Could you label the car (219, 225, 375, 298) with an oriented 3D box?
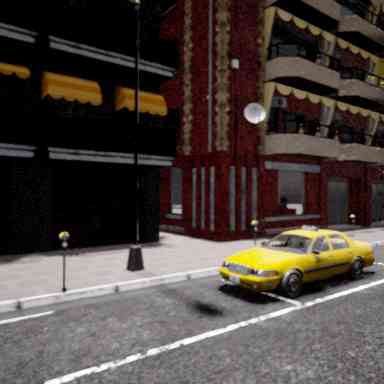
[{"bbox_3d":[2.889,1.579,8.623,4.829,1.417,1.752,0,0,-36],"label":"car"}]
